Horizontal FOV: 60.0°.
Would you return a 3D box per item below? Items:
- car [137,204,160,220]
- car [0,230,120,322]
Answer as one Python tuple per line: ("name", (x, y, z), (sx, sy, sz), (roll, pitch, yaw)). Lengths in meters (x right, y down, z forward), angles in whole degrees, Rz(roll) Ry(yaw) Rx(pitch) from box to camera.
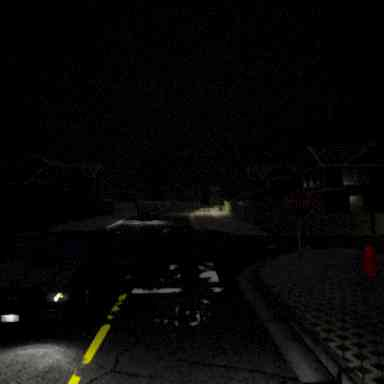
("car", (-4.348, 1.971, 33.388), (1.882, 1.535, 5.008), (0, -1, -1))
("car", (-2.992, 1.657, 7.949), (2.033, 1.411, 5.357), (0, -1, -2))
